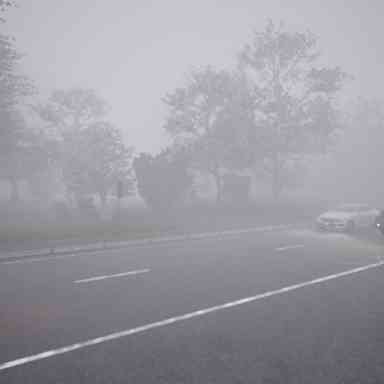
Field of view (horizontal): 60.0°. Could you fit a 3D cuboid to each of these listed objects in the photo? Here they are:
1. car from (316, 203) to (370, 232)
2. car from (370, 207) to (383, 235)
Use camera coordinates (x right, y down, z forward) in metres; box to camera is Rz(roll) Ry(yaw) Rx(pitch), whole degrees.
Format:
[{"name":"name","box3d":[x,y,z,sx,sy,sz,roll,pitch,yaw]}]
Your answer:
[{"name":"car","box3d":[9.064,1.390,19.048,4.674,1.442,1.812,-1,0,-35]},{"name":"car","box3d":[11.400,1.083,16.416,5.566,2.045,2.150,-1,0,-35]}]
